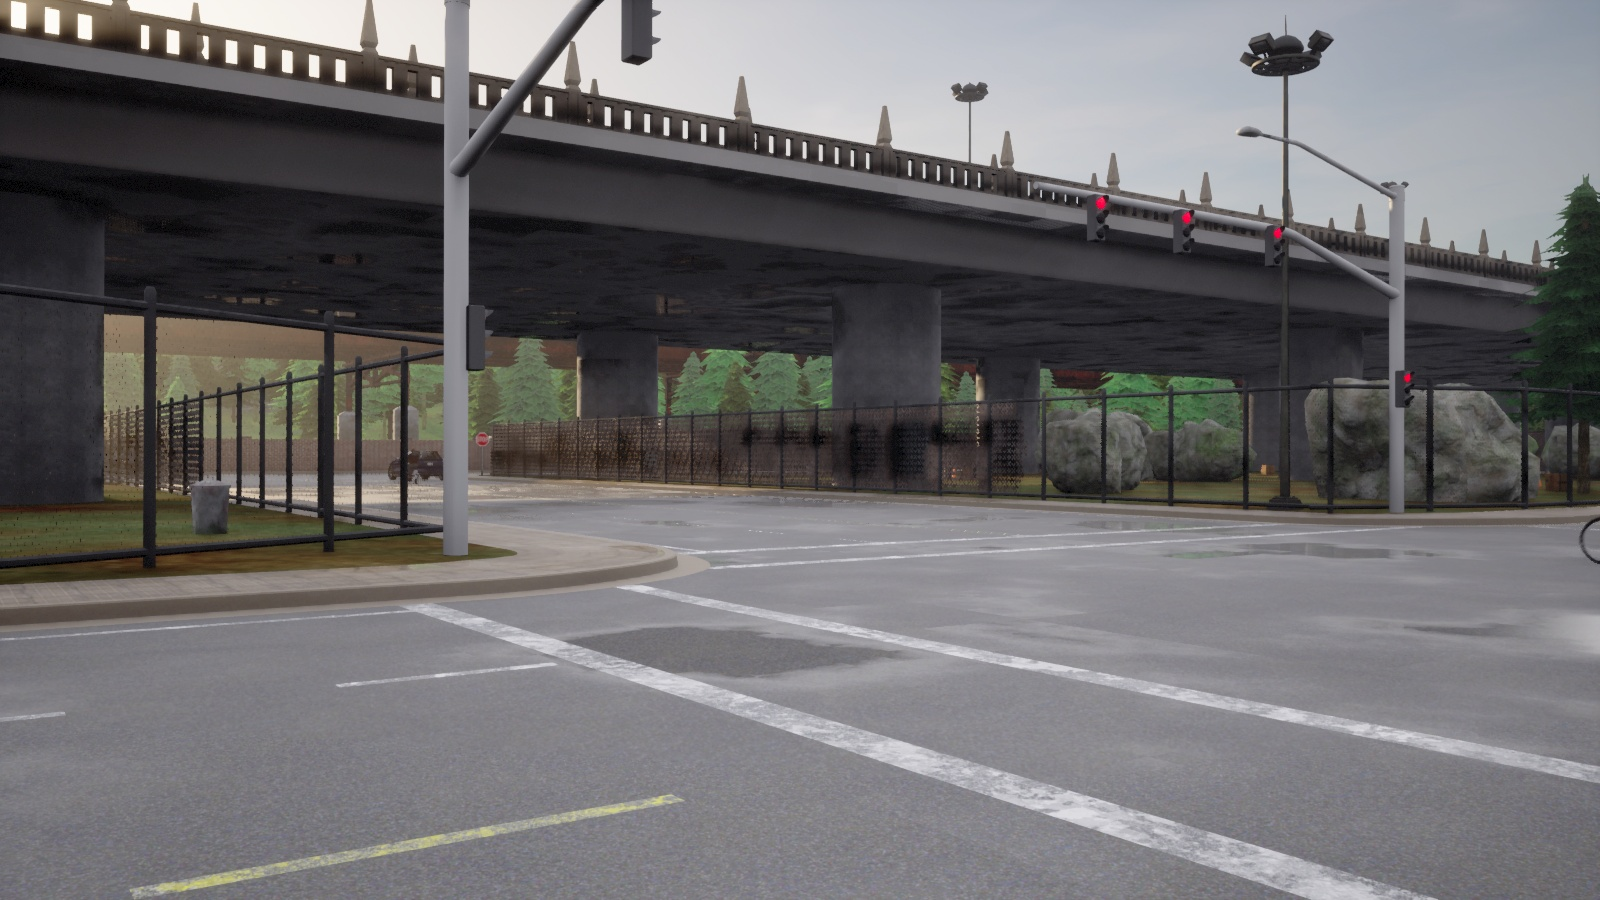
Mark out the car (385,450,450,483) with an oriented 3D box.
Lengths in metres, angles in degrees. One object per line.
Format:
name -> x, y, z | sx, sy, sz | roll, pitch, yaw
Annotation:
car -> -21.011, 0.872, 68.921 | 2.097, 1.767, 4.553 | 0, 0, -35

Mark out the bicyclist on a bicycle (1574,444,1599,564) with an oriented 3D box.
bicyclist on a bicycle -> 11.632, 0.739, 17.193 | 1.656, 1.620, 0.582 | 0, -1, 12
